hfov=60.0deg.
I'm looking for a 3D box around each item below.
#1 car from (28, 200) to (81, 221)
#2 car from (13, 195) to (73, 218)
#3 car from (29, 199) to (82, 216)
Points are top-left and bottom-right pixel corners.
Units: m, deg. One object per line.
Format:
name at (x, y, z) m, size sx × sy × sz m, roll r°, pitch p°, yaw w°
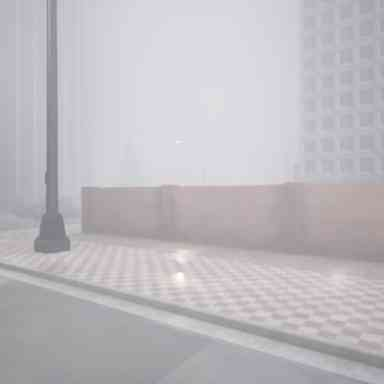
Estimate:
car at (-11.105, 1.678, 28.088) m, size 1.994 × 1.385 × 4.181 m, roll 0°, pitch 0°, yaw 35°
car at (-13.577, 1.352, 31.007) m, size 2.150 × 2.045 × 5.566 m, roll 0°, pitch 0°, yaw 35°
car at (-14.535, 1.624, 35.727) m, size 1.882 × 1.535 × 5.008 m, roll 0°, pitch 0°, yaw 35°
